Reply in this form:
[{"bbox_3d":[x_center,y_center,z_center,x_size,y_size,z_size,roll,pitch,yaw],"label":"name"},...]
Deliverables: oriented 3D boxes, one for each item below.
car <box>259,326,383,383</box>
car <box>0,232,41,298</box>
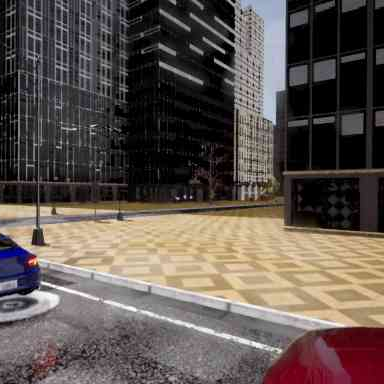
[{"bbox_3d":[2.419,1.564,1.950,4.181,1.385,1.994,0,0,35],"label":"car"},{"bbox_3d":[-5.179,1.523,7.384,4.674,1.442,1.812,0,0,36],"label":"car"}]
